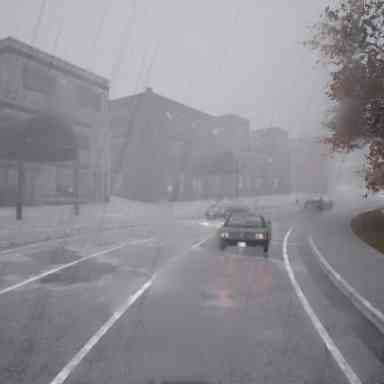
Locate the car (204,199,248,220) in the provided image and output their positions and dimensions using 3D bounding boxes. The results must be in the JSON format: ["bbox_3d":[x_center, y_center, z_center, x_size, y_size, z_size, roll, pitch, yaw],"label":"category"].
[{"bbox_3d":[2.812,1.375,26.253,1.837,1.490,4.892,0,0,35],"label":"car"}]

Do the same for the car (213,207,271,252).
[{"bbox_3d":[2.329,1.555,13.900,1.895,1.301,4.718,0,0,15],"label":"car"}]

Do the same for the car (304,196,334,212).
[{"bbox_3d":[13.053,1.203,34.142,1.837,1.490,4.892,-1,1,38],"label":"car"}]
